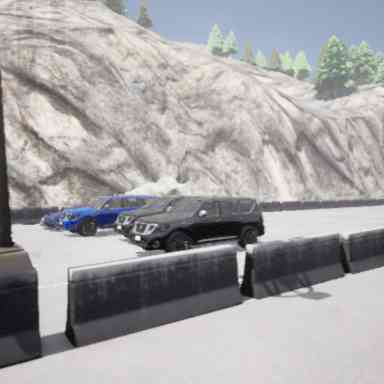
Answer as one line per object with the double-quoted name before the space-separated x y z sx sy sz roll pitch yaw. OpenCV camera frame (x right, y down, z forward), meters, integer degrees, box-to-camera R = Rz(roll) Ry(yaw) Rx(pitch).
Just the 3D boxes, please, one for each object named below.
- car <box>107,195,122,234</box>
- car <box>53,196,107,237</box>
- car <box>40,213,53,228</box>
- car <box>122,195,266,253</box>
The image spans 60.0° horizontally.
"car" -0.928 1.203 16.206 5.566 2.045 2.150 0 0 -35
"car" -4.253 1.198 18.138 5.566 2.045 2.150 0 0 -35
"car" -6.826 1.497 20.589 4.674 1.442 1.812 0 0 -36
"car" 0.419 1.207 12.870 5.566 2.045 2.150 0 0 -35
